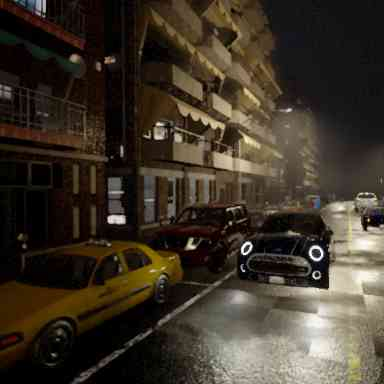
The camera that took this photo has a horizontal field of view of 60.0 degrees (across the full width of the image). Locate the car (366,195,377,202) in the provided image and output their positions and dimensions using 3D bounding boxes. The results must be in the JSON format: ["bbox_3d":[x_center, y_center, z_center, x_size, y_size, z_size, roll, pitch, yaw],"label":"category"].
[{"bbox_3d":[38.923,1.479,72.337,1.887,1.381,4.507,-1,0,25],"label":"car"}]

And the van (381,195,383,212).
[{"bbox_3d":[22.372,1.279,37.370,1.690,1.788,3.998,-1,0,25],"label":"van"}]

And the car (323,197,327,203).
[{"bbox_3d":[17.164,1.561,45.948,1.802,1.307,4.206,-1,0,25],"label":"car"}]

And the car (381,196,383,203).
[{"bbox_3d":[20.009,1.381,32.373,1.967,1.590,4.097,-1,0,25],"label":"car"}]

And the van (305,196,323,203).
[{"bbox_3d":[14.798,1.322,40.954,1.690,1.788,3.998,-1,0,25],"label":"van"}]

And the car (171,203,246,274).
[{"bbox_3d":[0.613,1.324,10.981,2.192,1.841,5.009,-1,0,25],"label":"car"}]

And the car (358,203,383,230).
[{"bbox_3d":[11.363,1.566,20.211,1.895,1.301,4.718,0,0,26],"label":"car"}]

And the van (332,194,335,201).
[{"bbox_3d":[36.074,1.324,85.913,1.690,1.788,3.998,-1,0,25],"label":"van"}]

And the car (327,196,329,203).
[{"bbox_3d":[19.528,1.559,50.943,1.802,1.307,4.206,-1,0,25],"label":"car"}]

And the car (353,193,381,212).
[{"bbox_3d":[19.670,1.165,37.710,2.150,2.045,5.566,0,-1,25],"label":"car"}]

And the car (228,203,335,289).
[{"bbox_3d":[2.829,1.348,9.359,2.097,1.767,4.553,0,0,25],"label":"car"}]

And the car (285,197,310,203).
[{"bbox_3d":[7.706,1.431,25.966,1.967,1.590,4.097,-1,0,25],"label":"car"}]

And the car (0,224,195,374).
[{"bbox_3d":[-1.821,1.542,5.831,1.752,1.417,4.829,-1,0,25],"label":"car"}]

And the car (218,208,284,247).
[{"bbox_3d":[2.980,1.553,15.975,2.008,1.369,4.403,-1,0,25],"label":"car"}]

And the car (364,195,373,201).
[{"bbox_3d":[43.650,1.484,82.326,1.887,1.381,4.507,-1,0,25],"label":"car"}]

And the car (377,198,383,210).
[{"bbox_3d":[24.811,1.461,42.517,1.752,1.417,4.829,-1,0,25],"label":"car"}]

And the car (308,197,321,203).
[{"bbox_3d":[12.436,1.528,35.957,1.887,1.381,4.507,-1,0,25],"label":"car"}]

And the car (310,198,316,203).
[{"bbox_3d":[10.072,1.553,30.961,1.947,1.339,4.313,-1,0,25],"label":"car"}]

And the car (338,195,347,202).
[{"bbox_3d":[33.950,1.470,75.114,1.837,1.490,4.892,0,-1,25],"label":"car"}]

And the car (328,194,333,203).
[{"bbox_3d":[24.256,1.541,60.934,1.947,1.339,4.313,-1,0,25],"label":"car"}]
